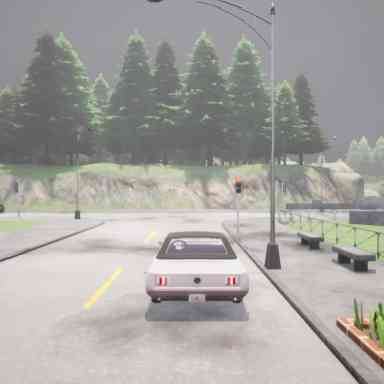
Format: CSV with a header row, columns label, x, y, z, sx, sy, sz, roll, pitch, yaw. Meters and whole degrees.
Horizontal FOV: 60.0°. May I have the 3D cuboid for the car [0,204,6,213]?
label,x,y,z,sx,sy,sz,roll,pitch,yaw
car,-21.864,1.562,34.734,4.181,1.385,1.994,0,0,1

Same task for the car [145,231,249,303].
label,x,y,z,sx,sy,sz,roll,pitch,yaw
car,0.097,1.601,8.139,1.895,1.301,4.718,0,0,0
